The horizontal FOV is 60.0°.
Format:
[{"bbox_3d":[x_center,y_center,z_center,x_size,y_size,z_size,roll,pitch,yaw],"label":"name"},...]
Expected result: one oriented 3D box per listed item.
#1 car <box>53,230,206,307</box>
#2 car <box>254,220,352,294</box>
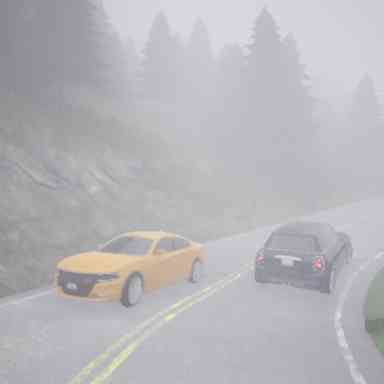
[{"bbox_3d":[-1.304,1.821,8.926,1.882,1.535,5.008,0,-5,26],"label":"car"},{"bbox_3d":[3.724,1.707,10.704,2.097,1.767,4.553,1,6,33],"label":"car"}]
